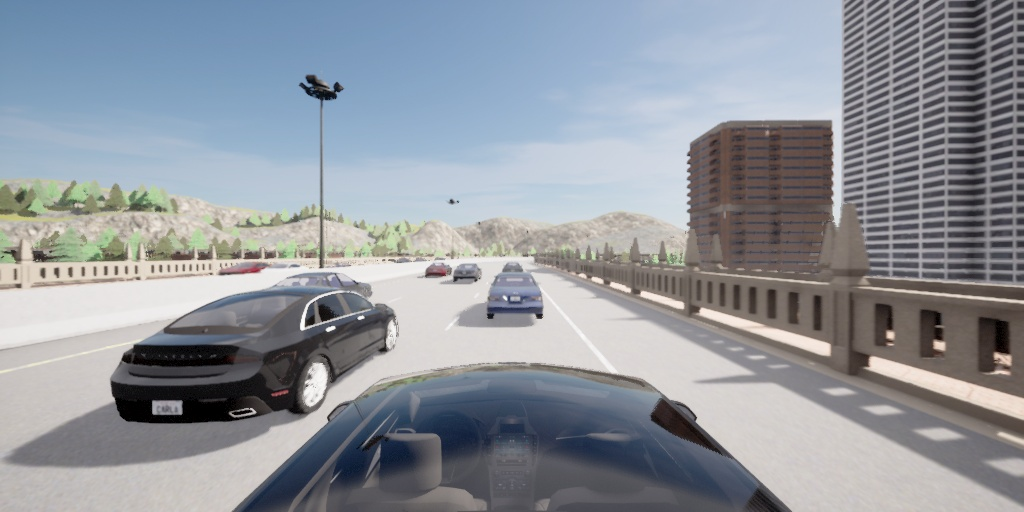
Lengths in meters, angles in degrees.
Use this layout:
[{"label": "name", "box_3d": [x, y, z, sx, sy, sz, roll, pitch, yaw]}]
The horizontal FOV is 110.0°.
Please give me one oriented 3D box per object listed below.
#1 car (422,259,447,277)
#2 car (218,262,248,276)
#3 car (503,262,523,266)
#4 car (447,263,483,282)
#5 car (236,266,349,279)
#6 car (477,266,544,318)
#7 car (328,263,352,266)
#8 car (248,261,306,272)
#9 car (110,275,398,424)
[{"label": "car", "box_3d": [-6.917, 1.251, 34.218, 1.994, 1.385, 4.181, 0, 0, 0]}, {"label": "car", "box_3d": [-21.110, 1.176, 28.918, 1.882, 1.535, 5.008, 0, 0, 0]}, {"label": "car", "box_3d": [0.083, 1.250, 34.151, 1.994, 1.385, 4.181, 0, 0, 0]}, {"label": "car", "box_3d": [-3.414, 1.246, 28.155, 2.033, 1.411, 5.357, 0, 0, 0]}, {"label": "car", "box_3d": [-6.905, 1.276, 13.028, 2.033, 1.411, 5.357, 0, 0, 0]}, {"label": "car", "box_3d": [0.095, 1.275, 12.901, 2.033, 1.411, 5.357, 0, 0, 0]}, {"label": "car", "box_3d": [-14.110, 1.262, 29.165, 1.994, 1.385, 4.181, 0, 0, 0]}, {"label": "car", "box_3d": [-17.610, 1.227, 27.706, 1.812, 1.442, 4.674, 0, 0, 0]}, {"label": "car", "box_3d": [-3.405, 1.247, 5.964, 1.837, 1.490, 4.892, 0, 0, 0]}]
